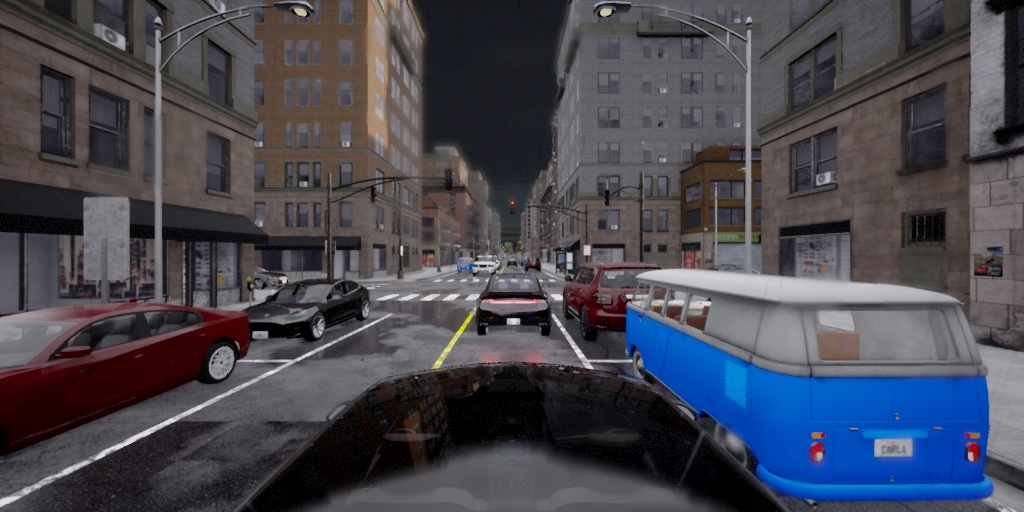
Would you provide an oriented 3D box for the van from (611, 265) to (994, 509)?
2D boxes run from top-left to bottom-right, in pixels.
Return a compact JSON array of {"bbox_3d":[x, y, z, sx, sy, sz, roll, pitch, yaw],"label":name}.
[{"bbox_3d":[2.643,1.090,4.331,1.690,1.789,3.998,0,0,0],"label":"van"}]

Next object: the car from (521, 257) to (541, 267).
[{"bbox_3d":[2.724,1.048,47.214,2.192,1.841,5.009,0,0,0],"label":"car"}]

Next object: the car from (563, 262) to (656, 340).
[{"bbox_3d":[2.645,1.062,9.843,2.192,1.841,5.009,0,0,0],"label":"car"}]

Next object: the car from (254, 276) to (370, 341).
[{"bbox_3d":[-5.380,1.313,9.845,1.948,1.339,4.313,0,0,0],"label":"car"}]

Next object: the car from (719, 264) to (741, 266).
[{"bbox_3d":[14.666,1.236,24.711,4.181,1.385,1.994,0,0,0],"label":"car"}]

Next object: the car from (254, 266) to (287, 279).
[{"bbox_3d":[-16.235,1.299,21.719,4.902,1.511,2.128,0,0,0],"label":"car"}]

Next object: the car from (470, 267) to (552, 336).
[{"bbox_3d":[0.053,1.239,10.383,2.128,1.511,4.902,0,0,0],"label":"car"}]

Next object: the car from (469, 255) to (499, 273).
[{"bbox_3d":[-2.837,0.959,37.509,2.150,2.045,5.566,0,0,0],"label":"car"}]

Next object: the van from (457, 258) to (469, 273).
[{"bbox_3d":[-5.391,1.076,41.809,1.690,1.789,3.998,0,0,0],"label":"van"}]

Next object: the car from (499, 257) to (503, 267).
[{"bbox_3d":[-2.828,0.954,50.318,2.150,2.045,5.566,0,0,0],"label":"car"}]

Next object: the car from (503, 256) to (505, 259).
[{"bbox_3d":[-2.789,1.217,63.864,2.128,1.511,4.902,0,0,0],"label":"car"}]

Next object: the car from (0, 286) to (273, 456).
[{"bbox_3d":[-5.382,1.294,4.334,1.888,1.381,4.507,0,0,0],"label":"car"}]
